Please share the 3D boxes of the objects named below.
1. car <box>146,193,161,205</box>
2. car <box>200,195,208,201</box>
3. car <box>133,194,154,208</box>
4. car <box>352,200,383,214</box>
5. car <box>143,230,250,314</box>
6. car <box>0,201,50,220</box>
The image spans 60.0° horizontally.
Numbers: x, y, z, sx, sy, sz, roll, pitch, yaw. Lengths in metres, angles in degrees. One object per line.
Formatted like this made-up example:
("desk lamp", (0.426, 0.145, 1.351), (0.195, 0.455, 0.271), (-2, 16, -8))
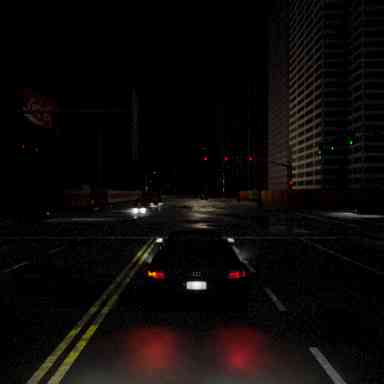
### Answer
("car", (-7.229, 1.212, 58.018), (2.150, 2.045, 5.566), (0, 0, 0))
("car", (3.268, 1.511, 87.523), (2.128, 1.511, 4.902), (0, 0, 0))
("car", (-7.214, 1.484, 48.065), (2.128, 1.511, 4.902), (0, 0, 0))
("car", (19.626, 1.542, 34.471), (5.357, 1.411, 2.033), (0, 0, 0))
("car", (0.076, 1.563, 7.685), (1.994, 1.385, 4.181), (0, 0, 0))
("car", (-14.140, 1.487, 27.002), (4.902, 1.511, 2.128), (0, 0, 0))
